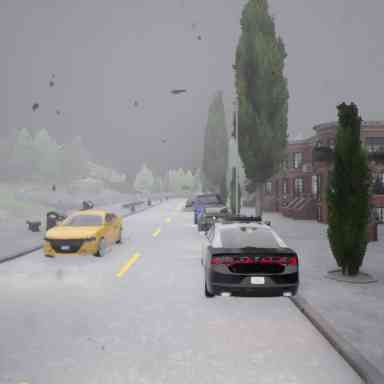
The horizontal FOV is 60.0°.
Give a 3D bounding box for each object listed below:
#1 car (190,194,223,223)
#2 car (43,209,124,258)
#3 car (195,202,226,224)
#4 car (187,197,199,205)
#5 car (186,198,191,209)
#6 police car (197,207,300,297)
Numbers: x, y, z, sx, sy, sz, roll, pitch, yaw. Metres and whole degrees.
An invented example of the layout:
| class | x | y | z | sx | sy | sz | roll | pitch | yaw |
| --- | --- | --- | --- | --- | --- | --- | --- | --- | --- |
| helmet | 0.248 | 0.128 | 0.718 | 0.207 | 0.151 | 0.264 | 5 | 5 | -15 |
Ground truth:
| class | x | y | z | sx | sy | sz | roll | pitch | yaw |
| --- | --- | --- | --- | --- | --- | --- | --- | --- | --- |
| car | 1.193 | 1.174 | 24.634 | 2.150 | 2.045 | 5.566 | -3 | 0 | 0 |
| car | -3.972 | 1.477 | 12.942 | 1.882 | 1.535 | 5.008 | 0 | 0 | 0 |
| car | 1.240 | 1.505 | 18.604 | 1.837 | 1.490 | 4.892 | 0 | 0 | 0 |
| car | 0.129 | 1.564 | 58.911 | 1.994 | 1.385 | 4.181 | 0 | 0 | 0 |
| car | 0.118 | 1.601 | 46.176 | 1.895 | 1.301 | 4.718 | 0 | 0 | 1 |
| police car | 1.219 | 1.425 | 8.714 | 1.930 | 1.638 | 5.238 | 0 | 0 | 0 |
